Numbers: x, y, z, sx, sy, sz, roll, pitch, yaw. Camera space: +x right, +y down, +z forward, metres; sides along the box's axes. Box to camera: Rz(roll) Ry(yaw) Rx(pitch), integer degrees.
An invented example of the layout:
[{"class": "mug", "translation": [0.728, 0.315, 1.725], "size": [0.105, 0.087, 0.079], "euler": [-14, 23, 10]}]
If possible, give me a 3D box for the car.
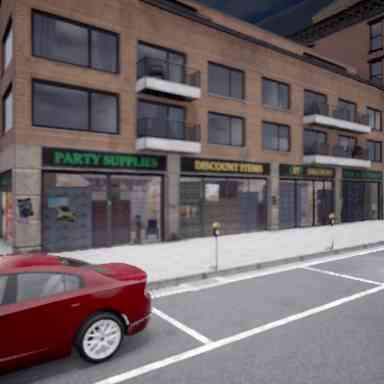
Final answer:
[{"class": "car", "translation": [-2.704, 1.545, 4.279], "size": [4.507, 1.381, 1.887], "euler": [0, 0, -35]}]
